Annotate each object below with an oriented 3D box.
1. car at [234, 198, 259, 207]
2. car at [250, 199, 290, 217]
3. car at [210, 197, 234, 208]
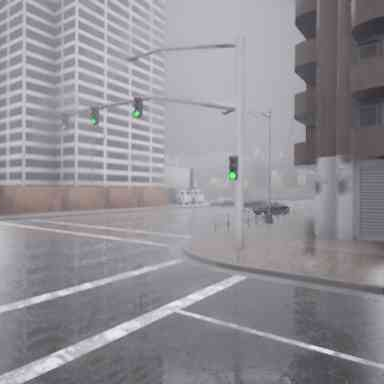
[{"bbox_3d":[7.727,1.465,43.046,1.895,1.301,4.718,1,0,36],"label":"car"},{"bbox_3d":[7.379,1.513,30.312,1.895,1.301,4.718,1,0,35],"label":"car"},{"bbox_3d":[4.172,1.363,44.091,1.812,1.442,4.674,1,0,36],"label":"car"}]
